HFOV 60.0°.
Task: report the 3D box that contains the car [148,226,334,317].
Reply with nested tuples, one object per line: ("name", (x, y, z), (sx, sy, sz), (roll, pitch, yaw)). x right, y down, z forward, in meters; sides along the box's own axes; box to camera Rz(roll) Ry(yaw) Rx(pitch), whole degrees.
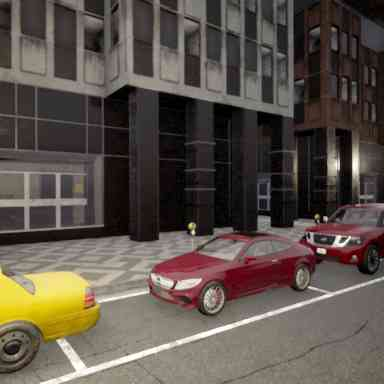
("car", (1.062, 1.580, 7.403), (4.206, 1.307, 1.802), (0, 0, -35))

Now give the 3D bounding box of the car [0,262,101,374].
("car", (-3.641, 1.525, 4.057), (4.829, 1.417, 1.752), (0, 0, -35))

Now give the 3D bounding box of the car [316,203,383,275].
("car", (5.626, 1.311, 10.652), (5.009, 1.841, 2.192), (0, 0, -35))
